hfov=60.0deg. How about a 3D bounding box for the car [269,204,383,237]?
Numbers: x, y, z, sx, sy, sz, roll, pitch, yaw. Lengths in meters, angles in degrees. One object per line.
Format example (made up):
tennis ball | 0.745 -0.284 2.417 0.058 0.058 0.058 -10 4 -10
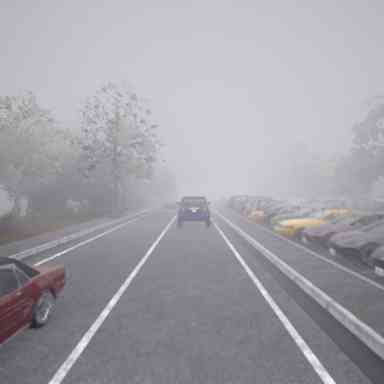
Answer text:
car | 6.858 1.539 16.464 5.366 1.575 1.946 0 0 0

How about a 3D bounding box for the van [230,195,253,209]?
van | 7.026 1.404 38.674 4.442 1.987 1.878 0 0 0

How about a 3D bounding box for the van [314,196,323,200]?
van | 20.142 1.504 46.765 4.442 1.987 1.878 0 -1 0

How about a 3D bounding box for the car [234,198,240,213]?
car | 7.112 1.608 33.120 5.008 1.535 2.097 0 0 0

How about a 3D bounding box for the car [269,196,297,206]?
car | 20.410 2.040 74.457 5.566 2.045 2.435 0 -2 0

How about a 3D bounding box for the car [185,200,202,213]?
car | 0.197 1.773 42.112 2.033 1.411 5.357 0 -1 0

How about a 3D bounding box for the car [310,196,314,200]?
car | 20.087 1.782 49.528 5.366 1.575 1.946 0 -1 0

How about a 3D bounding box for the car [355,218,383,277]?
car | 6.977 1.539 8.135 4.792 1.488 2.163 0 0 0

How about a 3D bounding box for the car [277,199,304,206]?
car | 20.351 2.174 68.917 4.892 1.521 2.231 0 -1 0

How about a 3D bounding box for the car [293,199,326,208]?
car | 20.303 1.951 57.837 5.008 1.535 2.097 0 -1 0

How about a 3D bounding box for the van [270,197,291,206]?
van | 20.513 2.141 77.347 4.442 1.987 1.878 0 -2 0

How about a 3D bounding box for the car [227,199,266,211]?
car | 7.197 1.710 44.198 4.792 1.488 2.163 0 -1 0

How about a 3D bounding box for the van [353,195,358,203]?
van | 20.327 1.389 35.825 4.442 1.987 1.878 0 0 0

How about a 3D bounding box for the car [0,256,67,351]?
car | -3.347 1.610 4.189 1.895 1.301 4.718 0 0 0

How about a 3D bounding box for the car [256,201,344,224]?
car | 7.062 1.565 22.015 4.892 1.521 2.231 0 0 0

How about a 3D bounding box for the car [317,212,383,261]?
car | 6.989 1.550 10.911 4.792 1.488 2.163 0 0 0

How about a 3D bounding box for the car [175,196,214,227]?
car | 0.143 1.292 23.660 2.150 2.045 5.566 0 0 0

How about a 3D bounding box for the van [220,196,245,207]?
van | 7.358 1.789 60.862 4.442 1.987 1.878 0 -1 0

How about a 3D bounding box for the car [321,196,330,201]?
car | 20.251 1.674 43.990 5.008 1.535 2.097 0 -1 0

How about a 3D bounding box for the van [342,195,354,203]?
van | 20.338 1.399 38.470 4.442 1.987 1.878 0 0 0

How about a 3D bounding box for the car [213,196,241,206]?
car | 7.251 1.930 69.190 5.566 2.045 2.435 0 -1 0

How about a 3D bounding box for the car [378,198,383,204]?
car | 20.179 1.592 30.159 5.008 1.535 2.097 0 0 0

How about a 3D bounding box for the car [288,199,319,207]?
car | 20.316 2.009 60.733 5.008 1.535 2.097 0 -1 0

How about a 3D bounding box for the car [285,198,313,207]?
car | 20.302 1.937 63.380 4.553 1.767 2.185 0 -1 0

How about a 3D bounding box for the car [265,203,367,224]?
car | 7.062 1.554 19.239 4.892 1.521 2.231 0 0 0

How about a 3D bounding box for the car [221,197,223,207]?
car | 7.195 1.832 49.755 4.674 1.452 2.002 0 -1 0

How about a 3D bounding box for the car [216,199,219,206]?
car | 7.235 1.959 58.082 5.008 1.535 2.097 0 -1 0

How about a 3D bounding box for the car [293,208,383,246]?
car | 7.002 1.561 13.687 4.792 1.488 2.163 0 0 0

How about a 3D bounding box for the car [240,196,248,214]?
car | 7.074 1.471 30.344 4.553 1.767 2.185 0 0 0

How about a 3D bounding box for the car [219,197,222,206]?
car | 7.175 1.877 52.532 4.792 1.488 2.163 0 -1 0

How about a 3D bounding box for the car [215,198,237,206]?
car | 7.323 2.114 71.958 4.553 1.767 2.185 0 -1 0

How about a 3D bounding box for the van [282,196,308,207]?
van | 20.462 1.892 66.151 4.442 1.987 1.878 0 -1 0

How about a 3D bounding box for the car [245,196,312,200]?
car | 7.062 1.460 27.568 4.553 1.767 2.185 0 0 0

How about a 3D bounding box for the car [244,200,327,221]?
car | 6.895 1.572 24.792 5.366 1.575 1.946 0 0 0

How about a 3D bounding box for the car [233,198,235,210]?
car | 7.133 1.659 35.896 4.674 1.452 2.002 0 0 0

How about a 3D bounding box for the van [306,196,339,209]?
van | 20.400 1.614 52.302 4.442 1.987 1.878 0 -1 0

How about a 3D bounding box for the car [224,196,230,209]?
car | 7.183 1.389 41.449 5.566 2.045 2.435 0 0 0

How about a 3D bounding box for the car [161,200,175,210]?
car | -3.214 1.861 47.419 1.994 1.385 4.181 0 -1 0

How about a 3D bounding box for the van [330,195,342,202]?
van | 20.118 1.411 41.374 4.442 1.987 1.878 0 -1 0

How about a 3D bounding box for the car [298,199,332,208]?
car | 20.290 1.897 55.068 4.892 1.521 2.231 0 -1 0

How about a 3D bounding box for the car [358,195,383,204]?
car | 20.169 1.353 33.055 5.566 2.045 2.435 0 0 0
